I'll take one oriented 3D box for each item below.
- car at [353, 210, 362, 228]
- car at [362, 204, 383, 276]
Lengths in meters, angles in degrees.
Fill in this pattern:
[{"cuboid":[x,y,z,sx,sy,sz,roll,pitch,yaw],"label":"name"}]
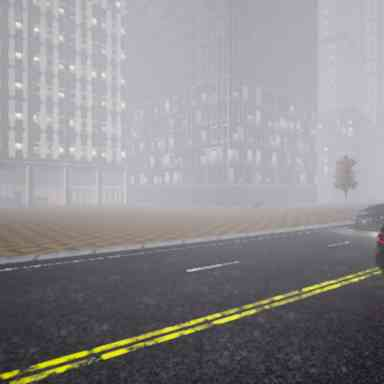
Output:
[{"cuboid":[12.132,1.531,21.327,4.892,1.490,1.837,0,0,-39],"label":"car"},{"cuboid":[6.917,1.232,8.650,5.566,2.045,2.150,0,0,-37],"label":"car"}]
